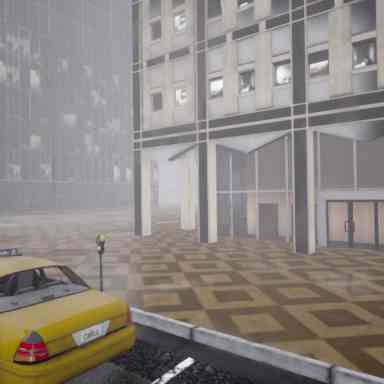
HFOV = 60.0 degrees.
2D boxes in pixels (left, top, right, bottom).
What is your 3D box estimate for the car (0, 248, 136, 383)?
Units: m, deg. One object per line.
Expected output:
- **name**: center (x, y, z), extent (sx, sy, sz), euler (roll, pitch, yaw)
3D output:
- **car**: center (-2.988, 1.528, 5.021), extent (4.829, 1.417, 1.752), euler (0, -1, 36)
